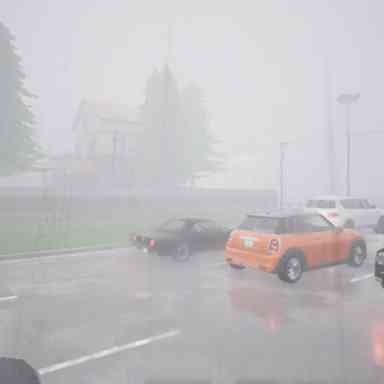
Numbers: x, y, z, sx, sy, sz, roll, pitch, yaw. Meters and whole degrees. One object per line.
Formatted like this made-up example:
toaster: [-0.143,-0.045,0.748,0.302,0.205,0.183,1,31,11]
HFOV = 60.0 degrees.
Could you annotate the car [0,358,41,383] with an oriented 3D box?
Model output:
car: [-3.179,1.546,0.972,5.357,1.411,2.033,0,0,-35]

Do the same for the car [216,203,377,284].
car: [3.205,1.357,9.882,4.553,1.767,2.097,0,0,-36]

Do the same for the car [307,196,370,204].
car: [8.219,1.232,17.781,5.566,2.045,2.150,0,0,-36]

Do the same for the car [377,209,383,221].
car: [10.660,1.488,15.227,5.008,1.535,1.882,0,0,-36]

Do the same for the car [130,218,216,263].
car: [0.288,1.605,12.083,4.718,1.301,1.895,0,0,-36]

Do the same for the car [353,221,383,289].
car: [6.090,1.497,7.641,4.902,1.511,2.128,0,0,-36]
